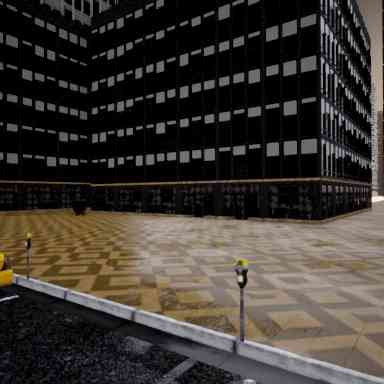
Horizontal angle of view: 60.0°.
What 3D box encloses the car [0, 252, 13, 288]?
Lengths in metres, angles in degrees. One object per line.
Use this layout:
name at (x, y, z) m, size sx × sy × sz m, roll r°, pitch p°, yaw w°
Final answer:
car at (-6.205, 1.457, 7.706) m, size 5.366 × 1.575 × 1.801 m, roll 0°, pitch 0°, yaw 36°
